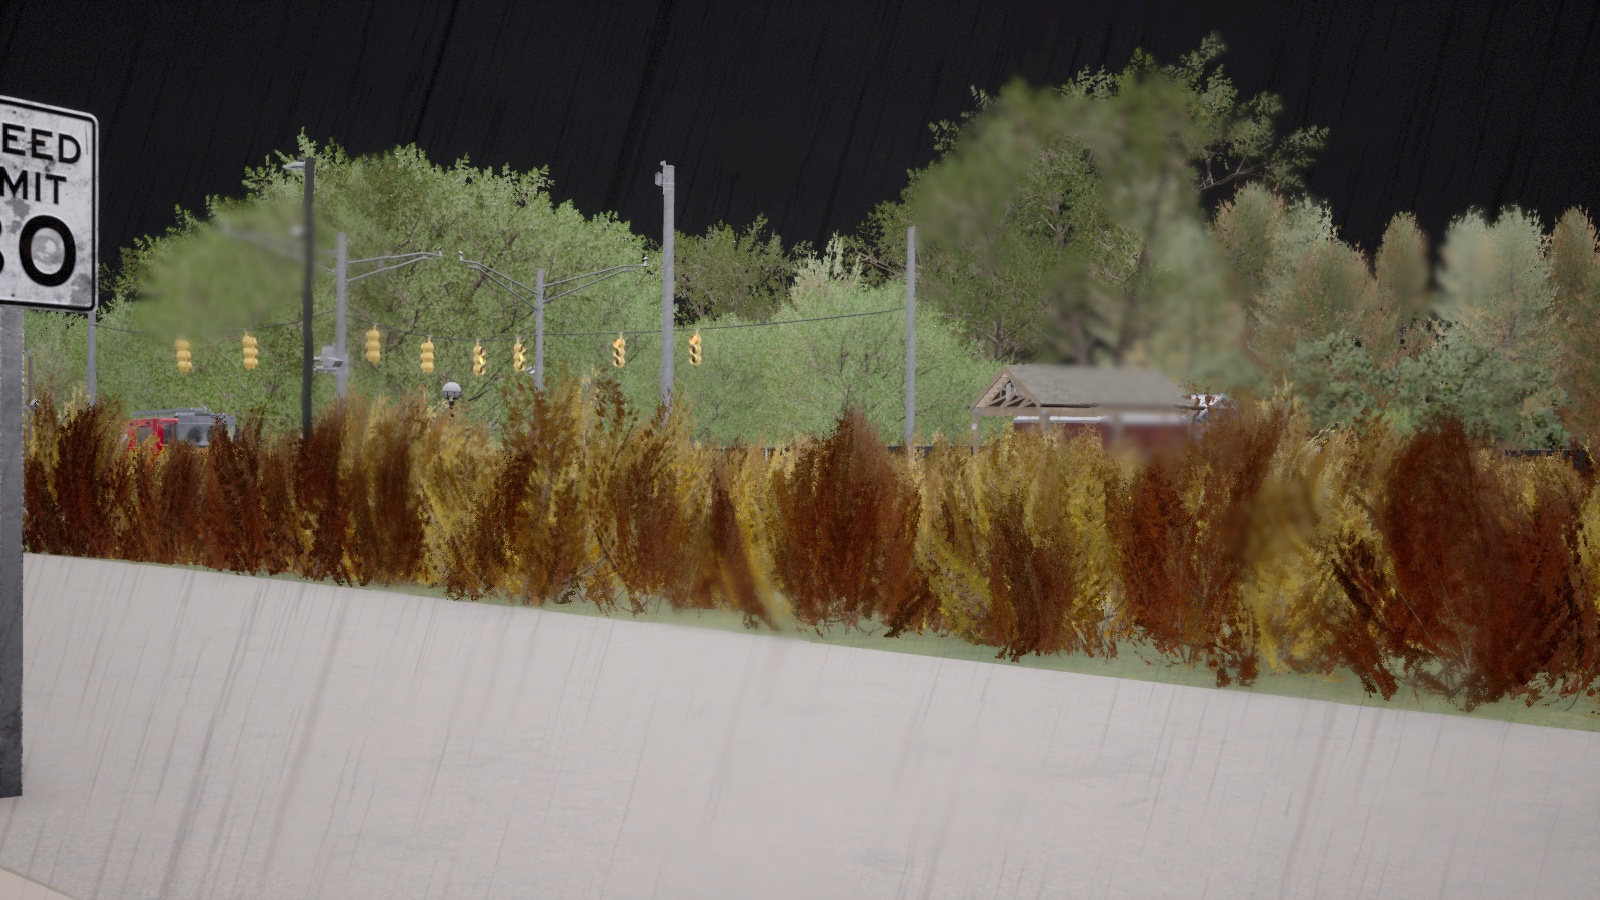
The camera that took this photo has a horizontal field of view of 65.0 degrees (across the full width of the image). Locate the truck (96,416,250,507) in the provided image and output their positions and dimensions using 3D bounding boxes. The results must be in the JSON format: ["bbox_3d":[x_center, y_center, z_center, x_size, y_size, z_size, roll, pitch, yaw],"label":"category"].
[{"bbox_3d":[-28.529,0.575,56.951,8.468,3.827,2.891,-2,0,39],"label":"truck"}]
